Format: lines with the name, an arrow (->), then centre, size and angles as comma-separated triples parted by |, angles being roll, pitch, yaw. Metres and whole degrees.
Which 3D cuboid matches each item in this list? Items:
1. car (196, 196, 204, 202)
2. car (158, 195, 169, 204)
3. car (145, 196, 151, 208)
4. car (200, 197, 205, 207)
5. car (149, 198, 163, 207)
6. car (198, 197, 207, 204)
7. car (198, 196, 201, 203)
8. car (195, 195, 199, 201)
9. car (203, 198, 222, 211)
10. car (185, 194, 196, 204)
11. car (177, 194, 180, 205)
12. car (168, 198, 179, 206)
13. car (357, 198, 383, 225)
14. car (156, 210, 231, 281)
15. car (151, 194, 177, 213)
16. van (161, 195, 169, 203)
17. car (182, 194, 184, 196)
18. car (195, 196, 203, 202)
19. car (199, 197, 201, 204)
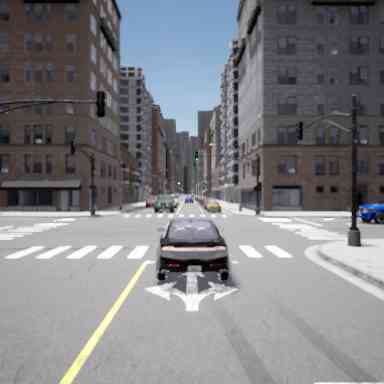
car -> 2.059, 1.829, 84.854 | 2.008, 1.369, 4.403 | 0, 0, -1
car -> -6.316, 1.564, 73.689 | 2.192, 1.841, 5.009 | 0, 0, -1
car -> -6.017, 1.499, 51.587 | 2.192, 1.841, 5.009 | 0, 0, -1
car -> 2.582, 1.607, 46.175 | 1.967, 1.590, 4.097 | 0, 0, -1
car -> -6.092, 1.752, 57.112 | 2.008, 1.369, 4.403 | 0, 0, -1
car -> 2.209, 1.832, 73.802 | 1.802, 1.307, 4.206 | 0, 0, -1
car -> 2.433, 1.768, 57.226 | 1.947, 1.339, 4.313 | 0, 0, -1
car -> 2.284, 1.785, 68.277 | 2.008, 1.369, 4.403 | 0, 0, -1
car -> 2.655, 1.674, 40.820 | 1.752, 1.417, 4.829 | 0, 0, -1
car -> -0.613, 1.768, 71.518 | 1.812, 1.442, 4.674 | 0, 0, -1
car -> -3.427, 1.403, 50.775 | 2.150, 2.045, 5.566 | 0, 0, -1
car -> -3.523, 1.820, 63.027 | 1.895, 1.301, 4.718 | 0, 0, 0
car -> 15.291, 1.310, 24.854 | 5.566, 2.045, 2.150 | 0, 0, -1
car -> -0.036, 1.530, 9.937 | 2.128, 1.511, 4.902 | 0, 0, -2
car -> -3.291, 1.368, 40.115 | 2.150, 2.045, 5.566 | 0, 0, -1
van -> -6.388, 1.605, 79.213 | 1.690, 1.788, 3.998 | 0, 0, -1
car -> -0.752, 1.795, 81.422 | 2.128, 1.511, 4.902 | 0, 0, -1
car -> 1.984, 1.843, 90.379 | 2.008, 1.369, 4.403 | 0, 0, -1
car -> 2.508, 1.735, 51.701 | 2.008, 1.369, 4.403 | 0, 0, -1
